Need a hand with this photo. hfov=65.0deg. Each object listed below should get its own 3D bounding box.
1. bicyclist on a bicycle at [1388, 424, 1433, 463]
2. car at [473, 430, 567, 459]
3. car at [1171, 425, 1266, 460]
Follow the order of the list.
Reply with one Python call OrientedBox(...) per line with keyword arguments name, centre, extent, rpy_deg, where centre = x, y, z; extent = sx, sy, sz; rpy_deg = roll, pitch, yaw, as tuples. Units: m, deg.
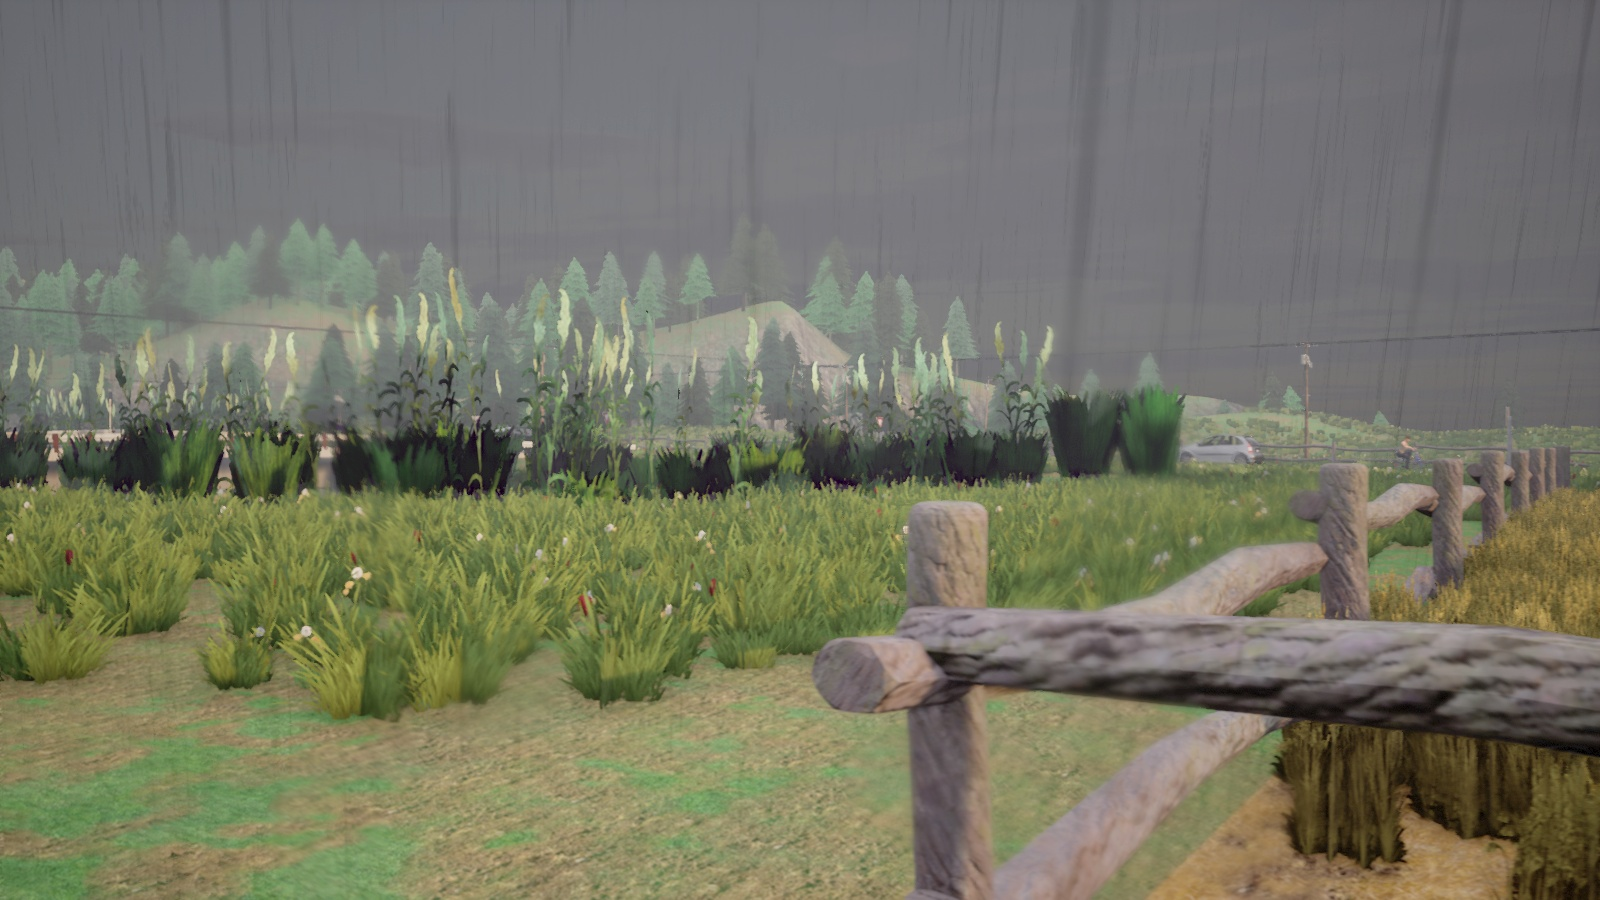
OrientedBox(name="bicyclist on a bicycle", centre=(25.644, -0.272, 52.745), extent=(1.509, 1.612, 0.866), rpy_deg=(0, 1, 40))
OrientedBox(name="car", centre=(-15.729, -0.287, 70.843), extent=(1.882, 1.535, 5.008), rpy_deg=(0, -1, 41))
OrientedBox(name="car", centre=(20.368, -0.362, 61.178), extent=(3.988, 1.617, 1.851), rpy_deg=(0, 1, 39))
